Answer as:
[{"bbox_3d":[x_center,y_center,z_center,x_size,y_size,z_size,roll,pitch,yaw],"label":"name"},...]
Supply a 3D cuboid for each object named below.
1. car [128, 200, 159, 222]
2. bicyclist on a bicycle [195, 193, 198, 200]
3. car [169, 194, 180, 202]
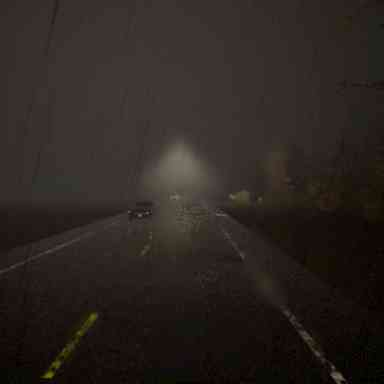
[{"bbox_3d":[-3.598,1.371,25.372,1.837,1.490,4.892,0,0,0],"label":"car"},{"bbox_3d":[0.968,1.056,75.673,0.582,1.620,1.656,0,0,0],"label":"bicyclist on a bicycle"},{"bbox_3d":[-3.502,1.125,66.886,1.882,1.535,5.008,0,1,0],"label":"car"}]
